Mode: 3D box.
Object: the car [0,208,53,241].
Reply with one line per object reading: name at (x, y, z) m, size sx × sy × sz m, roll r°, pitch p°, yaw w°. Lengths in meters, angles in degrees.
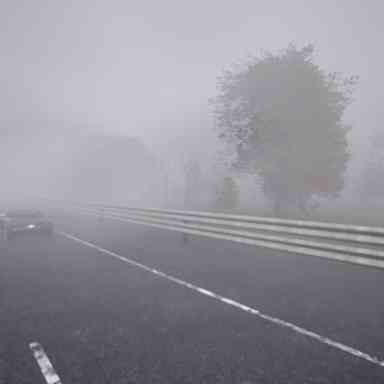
car at (-8.281, 1.493, 16.444) m, size 1.994 × 1.385 × 4.181 m, roll -1°, pitch 1°, yaw -35°
